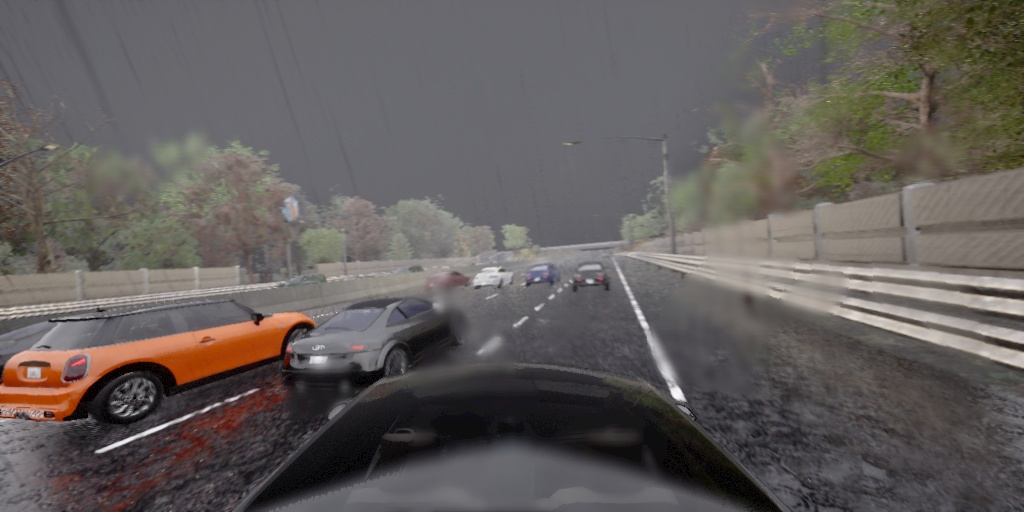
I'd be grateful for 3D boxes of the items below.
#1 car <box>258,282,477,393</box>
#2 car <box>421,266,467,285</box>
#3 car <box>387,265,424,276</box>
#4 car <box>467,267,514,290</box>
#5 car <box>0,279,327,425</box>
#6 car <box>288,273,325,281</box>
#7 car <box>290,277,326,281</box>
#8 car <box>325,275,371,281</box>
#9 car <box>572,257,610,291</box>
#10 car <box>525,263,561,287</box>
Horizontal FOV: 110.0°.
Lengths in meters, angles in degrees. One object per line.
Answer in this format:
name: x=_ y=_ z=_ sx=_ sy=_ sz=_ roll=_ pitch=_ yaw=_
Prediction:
car: x=-2.446 y=1.543 z=7.465 sx=1.994 sy=1.385 sz=4.181 roll=-5 pitch=0 yaw=15
car: x=-4.600 y=1.788 z=26.165 sx=1.812 sy=1.442 sz=4.674 roll=-5 pitch=0 yaw=15
car: x=-11.816 y=2.158 z=40.323 sx=2.150 sy=2.045 sz=5.566 roll=-5 pitch=-1 yaw=16
car: x=-1.241 y=1.508 z=25.277 sx=1.812 sy=1.442 sz=4.674 roll=-5 pitch=0 yaw=15
car: x=-6.177 y=1.634 z=7.105 sx=2.097 sy=1.767 sz=4.553 roll=-5 pitch=0 yaw=15
car: x=-22.915 y=3.060 z=39.386 sx=2.150 sy=2.045 sz=5.566 roll=-5 pitch=-1 yaw=15
car: x=-20.325 y=3.204 z=35.537 sx=1.895 sy=1.301 sz=4.718 roll=-5 pitch=0 yaw=15
car: x=-16.280 y=2.773 z=37.129 sx=2.128 sy=1.511 sz=4.902 roll=-5 pitch=0 yaw=15
car: x=4.330 y=1.020 z=19.497 sx=1.812 sy=1.442 sz=4.674 roll=-5 pitch=0 yaw=15
car: x=2.130 y=1.227 z=24.323 sx=1.812 sy=1.442 sz=4.674 roll=-5 pitch=0 yaw=15
